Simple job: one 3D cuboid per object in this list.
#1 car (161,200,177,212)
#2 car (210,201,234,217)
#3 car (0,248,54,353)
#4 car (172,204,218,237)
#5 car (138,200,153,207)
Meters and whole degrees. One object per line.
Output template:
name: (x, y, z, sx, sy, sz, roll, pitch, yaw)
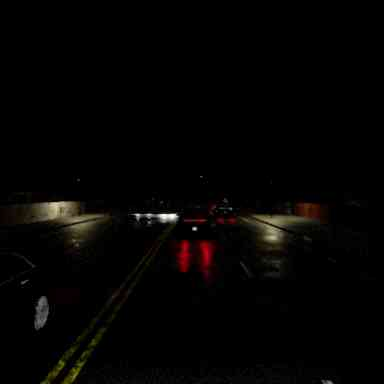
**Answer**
car: (-3.096, 1.835, 45.743, 2.128, 1.511, 4.902, 0, -1, 0)
car: (3.471, 1.912, 36.668, 2.128, 1.511, 4.902, 0, -1, 0)
car: (-3.345, 1.542, 4.018, 1.837, 1.490, 4.892, 0, -1, 0)
car: (0.161, 1.710, 19.620, 2.128, 1.511, 4.902, 0, -1, 0)
car: (-6.346, 1.674, 45.755, 1.812, 1.442, 4.674, 0, -1, 0)
